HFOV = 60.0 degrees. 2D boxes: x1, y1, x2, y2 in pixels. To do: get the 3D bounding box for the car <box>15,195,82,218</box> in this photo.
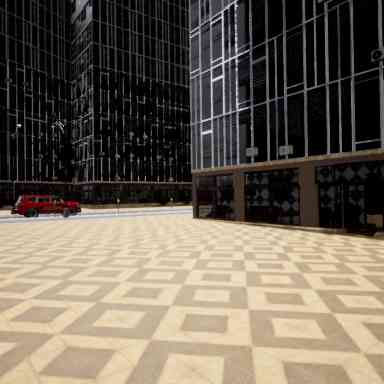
[{"bbox_3d":[-11.773,1.188,27.332,5.009,1.841,2.192,0,-1,-37],"label":"car"}]
